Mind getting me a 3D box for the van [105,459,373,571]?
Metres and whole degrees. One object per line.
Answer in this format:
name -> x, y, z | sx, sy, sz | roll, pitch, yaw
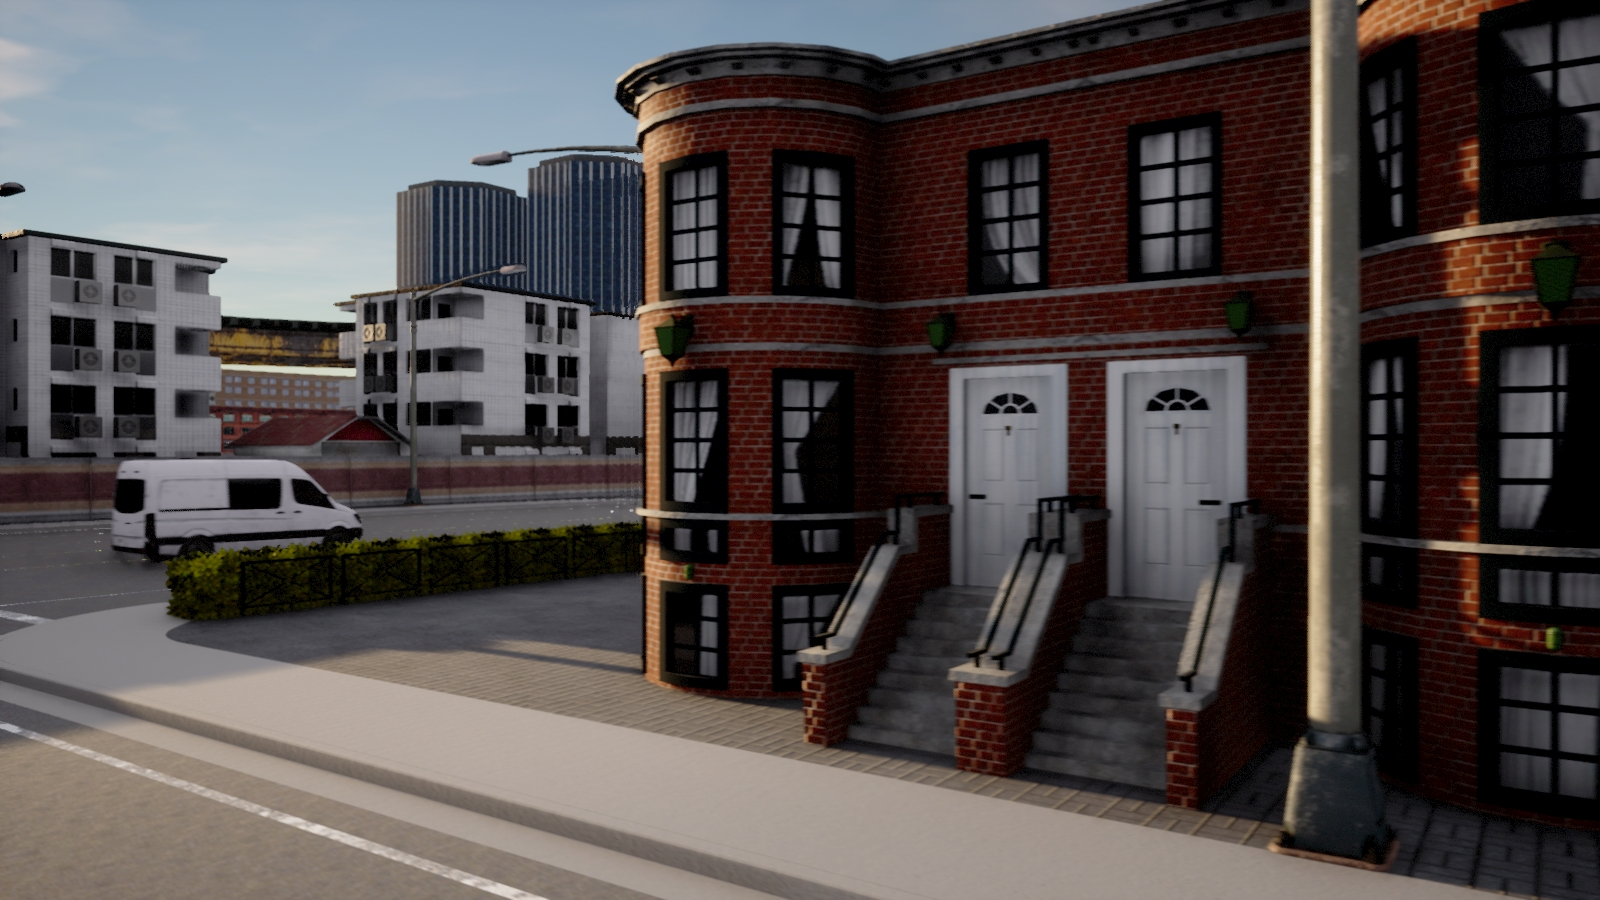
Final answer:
van -> -14.212, 1.523, 29.371 | 1.988, 2.561, 5.915 | 0, 0, 36
